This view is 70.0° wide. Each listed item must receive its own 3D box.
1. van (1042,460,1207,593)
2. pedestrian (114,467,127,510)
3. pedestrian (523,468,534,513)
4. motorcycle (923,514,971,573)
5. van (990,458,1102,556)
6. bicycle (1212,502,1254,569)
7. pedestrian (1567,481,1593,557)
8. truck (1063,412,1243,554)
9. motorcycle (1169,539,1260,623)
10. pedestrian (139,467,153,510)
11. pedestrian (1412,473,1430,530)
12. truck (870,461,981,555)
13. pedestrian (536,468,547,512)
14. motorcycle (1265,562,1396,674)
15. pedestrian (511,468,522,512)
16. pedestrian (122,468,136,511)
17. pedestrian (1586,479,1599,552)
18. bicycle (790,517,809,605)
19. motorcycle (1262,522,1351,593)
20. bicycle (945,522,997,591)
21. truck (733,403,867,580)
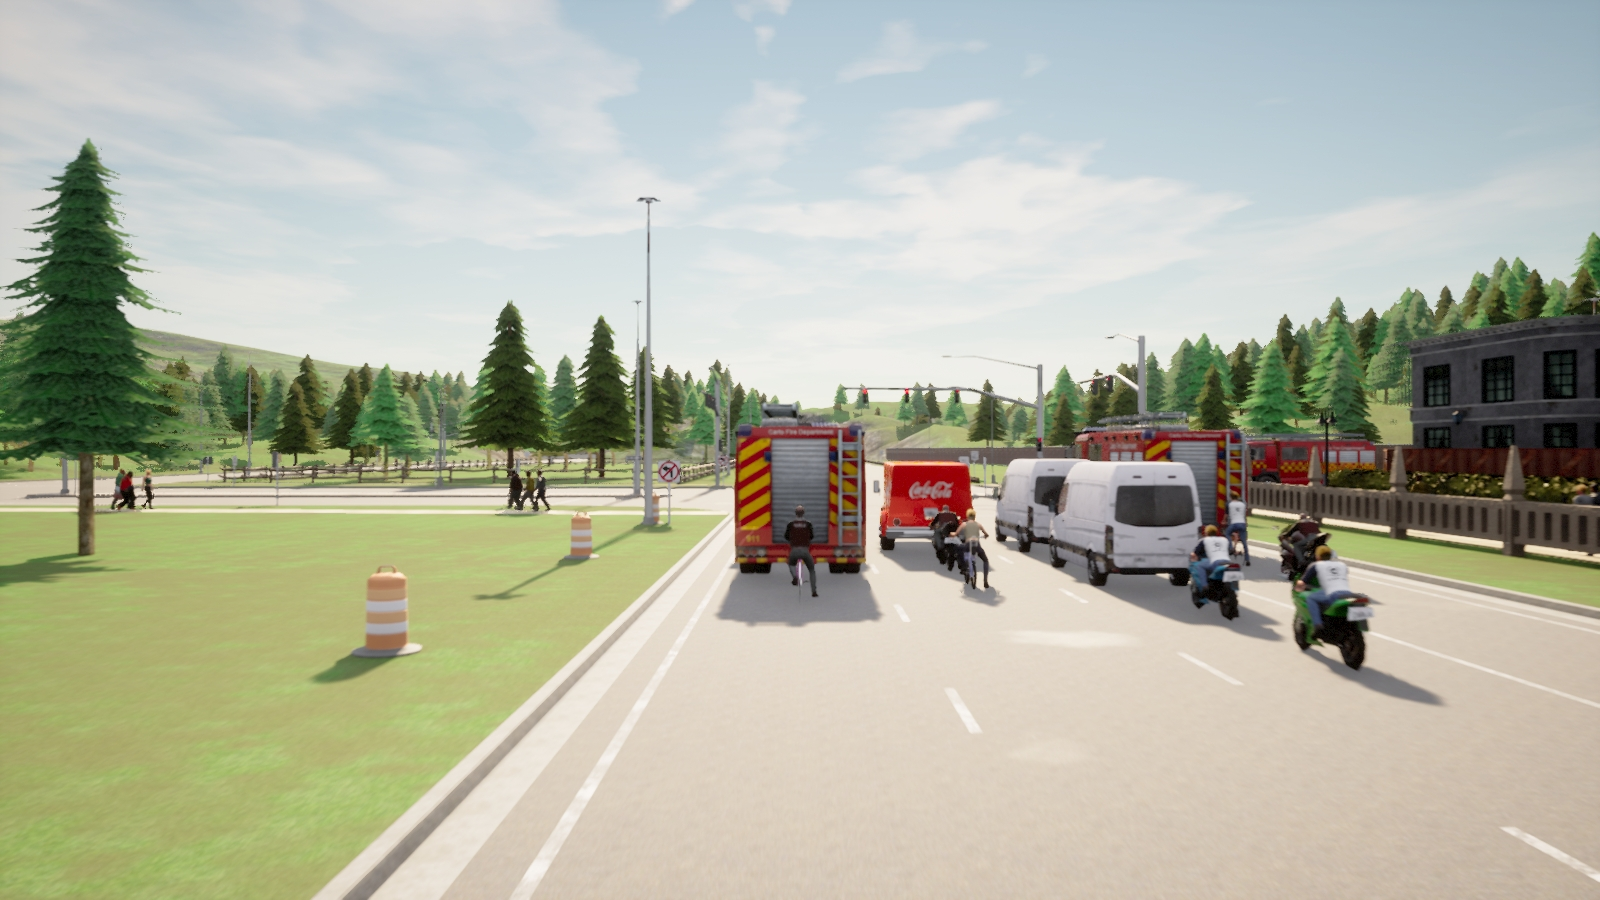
[{"bbox_3d":[6.994,1.534,25.386,1.988,2.561,5.915,0,0,0],"label":"van"},{"bbox_3d":[-29.915,1.697,50.302,0.375,1.860,0.375,0,0,6],"label":"pedestrian"},{"bbox_3d":[-11.405,1.696,47.978,0.375,1.860,0.375,0,0,3],"label":"pedestrian"},{"bbox_3d":[3.489,2.205,27.301,0.867,1.251,2.209,0,0,0],"label":"motorcycle"},{"bbox_3d":[6.996,1.534,33.148,1.988,2.561,5.915,0,0,0],"label":"van"},{"bbox_3d":[10.499,2.056,27.744,0.373,1.496,1.643,0,0,0],"label":"bicycle"},{"bbox_3d":[19.335,1.696,28.332,0.375,1.860,0.375,0,0,0],"label":"pedestrian"},{"bbox_3d":[10.494,0.891,35.023,2.891,3.827,8.468,0,0,0],"label":"truck"},{"bbox_3d":[6.999,2.186,19.389,0.803,1.199,2.033,0,0,0],"label":"motorcycle"},{"bbox_3d":[-28.708,1.696,50.164,0.375,1.860,0.375,0,0,7],"label":"pedestrian"},{"bbox_3d":[20.498,1.699,37.707,0.375,1.860,0.375,0,0,0],"label":"pedestrian"},{"bbox_3d":[3.507,1.568,33.095,2.627,2.467,5.204,0,0,0],"label":"truck"},{"bbox_3d":[-10.994,1.696,48.555,0.375,1.860,0.375,0,0,4],"label":"pedestrian"},{"bbox_3d":[6.999,2.186,15.201,0.803,1.199,2.033,0,0,0],"label":"motorcycle"},{"bbox_3d":[-12.081,1.696,48.683,0.375,1.860,0.375,0,0,6],"label":"pedestrian"},{"bbox_3d":[-29.152,1.696,49.617,0.375,1.860,0.375,0,0,5],"label":"pedestrian"},{"bbox_3d":[20.649,1.697,29.557,0.375,1.860,0.375,0,0,-2],"label":"pedestrian"},{"bbox_3d":[-0.007,2.060,21.493,0.329,1.471,1.835,0,0,0],"label":"bicycle"},{"bbox_3d":[10.499,2.205,23.783,0.867,1.251,2.209,0,0,0],"label":"motorcycle"},{"bbox_3d":[3.481,2.158,23.365,0.859,1.277,1.487,0,0,0],"label":"bicycle"},{"bbox_3d":[-0.006,0.891,28.946,2.891,3.827,8.468,0,0,0],"label":"truck"}]
